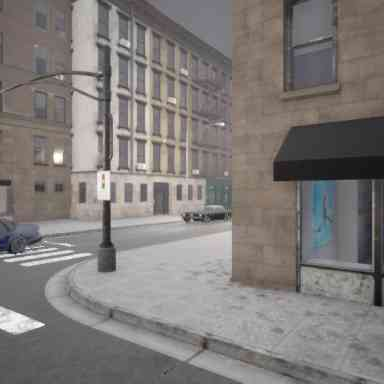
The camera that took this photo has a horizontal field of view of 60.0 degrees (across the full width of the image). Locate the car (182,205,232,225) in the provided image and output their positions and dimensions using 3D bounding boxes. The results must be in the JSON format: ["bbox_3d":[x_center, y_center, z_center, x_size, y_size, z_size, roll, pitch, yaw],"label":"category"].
[{"bbox_3d":[1.248,1.719,25.582,1.895,1.301,4.718,0,0,35],"label":"car"}]

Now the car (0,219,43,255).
[{"bbox_3d":[-7.621,1.572,11.179,2.033,1.411,5.357,0,0,21],"label":"car"}]
